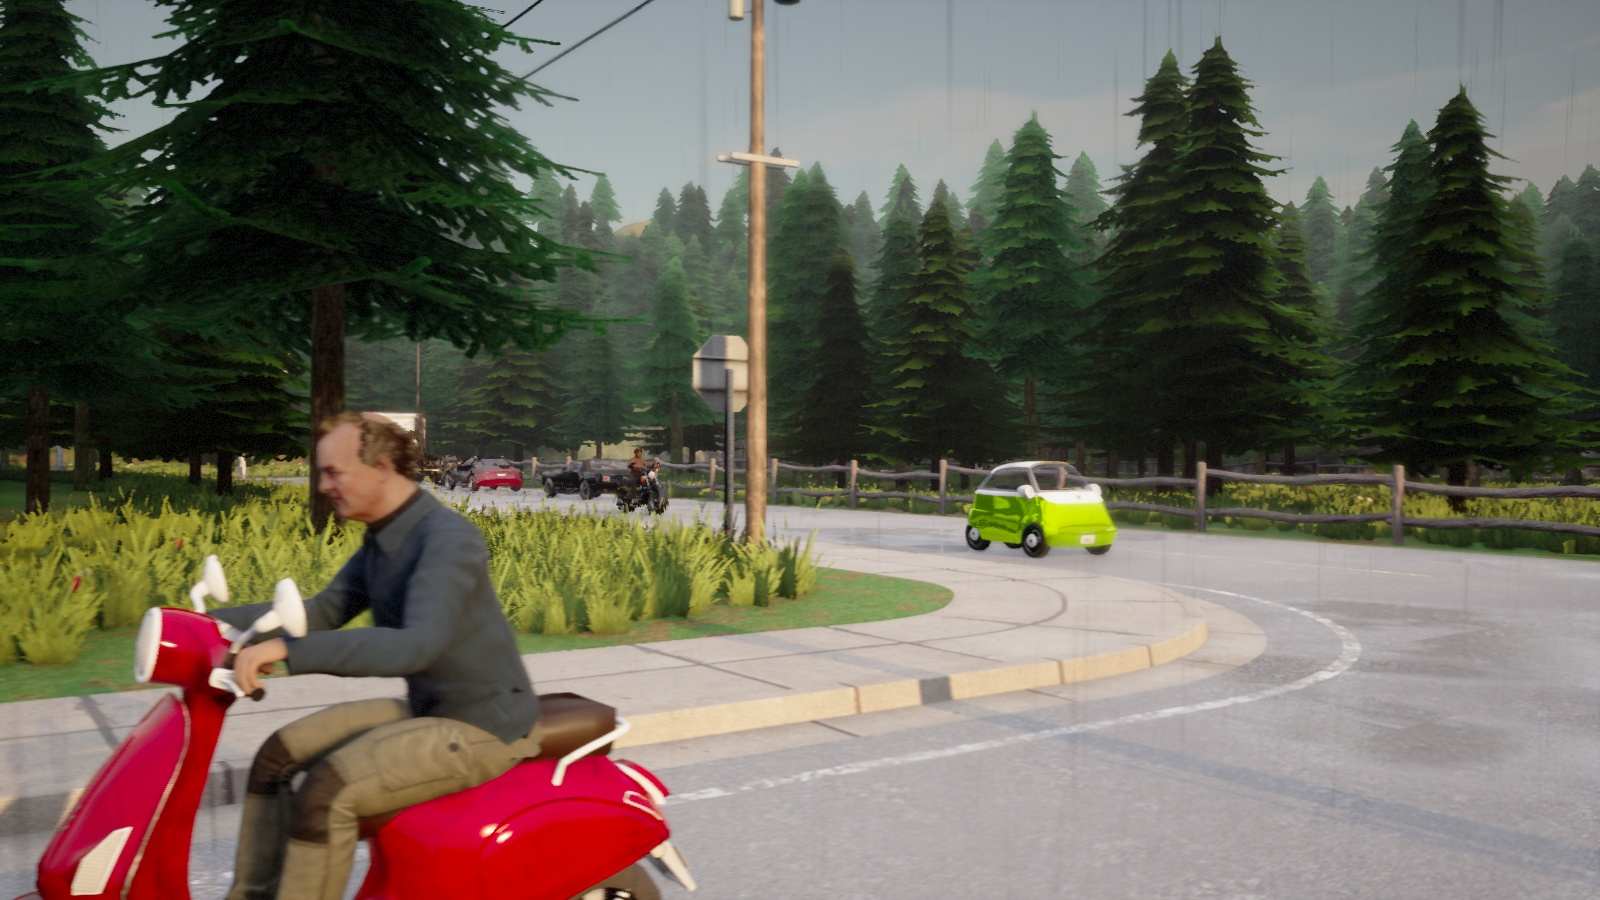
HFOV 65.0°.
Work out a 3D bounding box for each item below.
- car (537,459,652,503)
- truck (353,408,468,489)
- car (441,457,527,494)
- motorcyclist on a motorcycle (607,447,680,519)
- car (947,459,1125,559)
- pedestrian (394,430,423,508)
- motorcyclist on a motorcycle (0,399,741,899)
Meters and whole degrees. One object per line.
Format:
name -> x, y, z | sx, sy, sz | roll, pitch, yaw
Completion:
car -> -6.718, 0.962, 40.657 | 1.895, 1.301, 4.718 | 0, 0, -34
truck -> -17.993, -0.055, 57.588 | 2.891, 3.462, 7.936 | 0, 0, -34
car -> -12.444, 0.959, 49.260 | 1.994, 1.385, 4.181 | 0, 0, -34
motorcyclist on a motorcycle -> -3.751, 0.766, 29.930 | 0.766, 1.649, 2.350 | 0, 0, -34
car -> 3.457, 0.825, 18.599 | 1.481, 1.376, 2.207 | 0, -1, -32
pedestrian -> -9.816, 0.475, 31.465 | 0.692, 1.930, 0.395 | 0, 0, 42
motorcyclist on a motorcycle -> -1.136, 0.709, 2.914 | 1.817, 1.590, 0.866 | 0, 0, -36
